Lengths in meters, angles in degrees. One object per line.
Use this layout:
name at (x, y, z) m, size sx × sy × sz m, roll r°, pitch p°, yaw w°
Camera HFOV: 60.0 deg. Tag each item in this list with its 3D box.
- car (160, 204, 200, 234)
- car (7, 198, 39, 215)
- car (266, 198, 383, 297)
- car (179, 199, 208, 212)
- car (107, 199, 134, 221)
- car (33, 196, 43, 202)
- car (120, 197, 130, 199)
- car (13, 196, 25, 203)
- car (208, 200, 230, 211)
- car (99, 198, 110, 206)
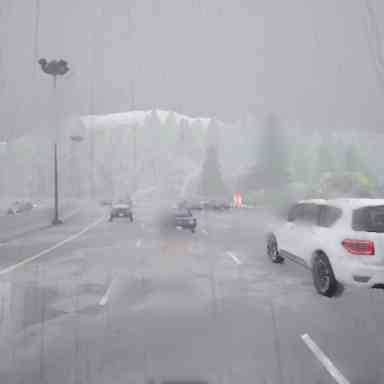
car at (-0.932, 1.612, 19.590) m, size 1.895 × 1.301 × 4.718 m, roll -1°, pitch 0°, yaw -7°
car at (-18.723, 1.751, 36.459) m, size 2.128 × 1.511 × 4.902 m, roll -1°, pitch 0°, yaw -14°
car at (3.671, 1.170, 8.628) m, size 2.150 × 2.045 × 5.566 m, roll 0°, pitch 0°, yaw -4°
car at (-0.305, 1.548, 38.296) m, size 2.033 × 1.411 × 5.357 m, roll -1°, pitch 0°, yaw -17°
car at (-5.908, 1.606, 28.052) m, size 1.812 × 1.442 × 4.674 m, roll -1°, pitch 0°, yaw -10°
car at (-34.426, 1.735, 73.995) m, size 1.837 × 1.490 × 4.892 m, roll -1°, pitch 0°, yaw -31°
car at (-12.620, 1.663, 62.305) m, size 2.128 × 1.511 × 4.902 m, roll -1°, pitch 0°, yaw -24°
car at (-38.140, 1.683, 73.360) m, size 2.033 × 1.411 × 5.357 m, roll -1°, pitch 0°, yaw -32°
car at (2.832, 1.558, 39.477) m, size 1.895 × 1.301 × 4.718 m, roll -1°, pitch 0°, yaw -15°
car at (-15.907, 1.782, 61.157) m, size 1.994 × 1.385 × 4.181 m, roll -1°, pitch 0°, yaw -24°
